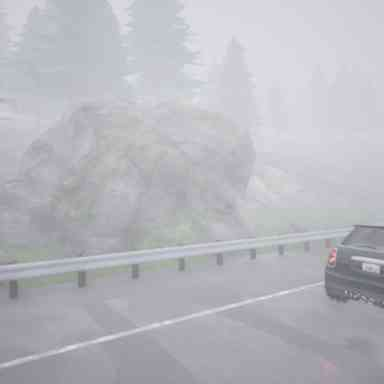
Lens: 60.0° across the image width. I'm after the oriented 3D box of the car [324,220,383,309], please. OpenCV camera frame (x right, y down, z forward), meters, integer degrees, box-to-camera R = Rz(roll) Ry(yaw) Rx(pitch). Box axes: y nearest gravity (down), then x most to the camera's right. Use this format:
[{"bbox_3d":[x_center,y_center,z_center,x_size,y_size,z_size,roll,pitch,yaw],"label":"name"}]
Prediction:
[{"bbox_3d":[4.886,1.348,6.999,4.553,1.767,2.097,0,0,-34],"label":"car"}]
